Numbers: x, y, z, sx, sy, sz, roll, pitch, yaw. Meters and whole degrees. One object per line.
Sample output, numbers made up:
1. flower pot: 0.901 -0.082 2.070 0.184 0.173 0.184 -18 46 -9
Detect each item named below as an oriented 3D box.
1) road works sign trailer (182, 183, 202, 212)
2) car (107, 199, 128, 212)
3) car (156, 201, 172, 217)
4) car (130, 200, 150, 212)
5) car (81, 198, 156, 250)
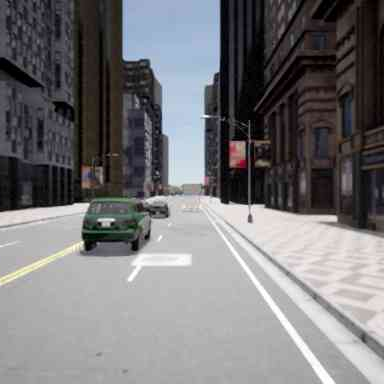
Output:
1. road works sign trailer: 0.019 0.679 41.831 2.380 3.560 2.880 0 0 0
2. car: -9.814 1.754 44.269 1.812 1.442 4.674 0 0 0
3. car: -3.135 1.669 32.941 1.837 1.490 4.892 0 0 0
4. car: -6.567 1.744 42.467 1.812 1.442 4.674 0 0 0
5. car: -3.143 1.293 14.840 2.150 2.045 5.566 0 0 0
